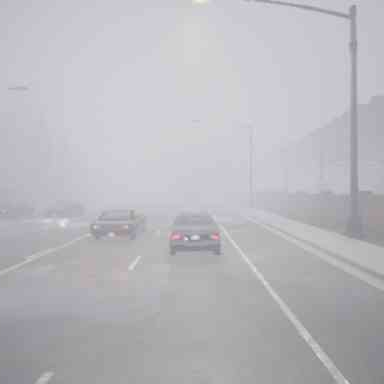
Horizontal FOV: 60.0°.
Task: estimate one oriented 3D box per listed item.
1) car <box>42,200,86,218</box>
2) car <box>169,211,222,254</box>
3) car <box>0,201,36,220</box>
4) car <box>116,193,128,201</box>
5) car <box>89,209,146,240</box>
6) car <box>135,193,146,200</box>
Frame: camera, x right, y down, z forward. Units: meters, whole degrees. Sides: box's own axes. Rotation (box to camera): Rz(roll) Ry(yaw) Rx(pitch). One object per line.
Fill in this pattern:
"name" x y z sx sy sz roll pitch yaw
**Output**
"car" -10.586 1.351 28.057 2.033 1.411 5.357 0 0 0
"car" 0.104 1.457 12.943 2.033 1.411 5.357 0 0 0
"car" -14.088 1.421 25.780 1.895 1.301 4.718 0 0 0
"car" -14.107 1.013 67.147 1.837 1.490 4.892 0 0 -2
"car" -3.395 1.487 16.227 1.895 1.301 4.718 0 0 0
"car" -10.766 0.975 70.099 1.837 1.490 4.892 0 0 -2
